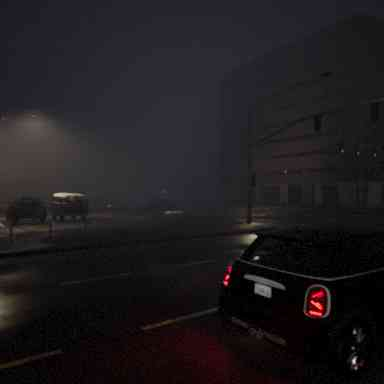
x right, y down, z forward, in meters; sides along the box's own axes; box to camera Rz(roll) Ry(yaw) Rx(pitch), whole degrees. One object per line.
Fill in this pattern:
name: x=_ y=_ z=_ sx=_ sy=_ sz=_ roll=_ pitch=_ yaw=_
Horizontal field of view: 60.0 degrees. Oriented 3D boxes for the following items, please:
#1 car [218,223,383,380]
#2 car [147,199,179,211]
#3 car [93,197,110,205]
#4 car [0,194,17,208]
car: x=2.693 y=1.344 z=5.725 sx=4.553 sy=1.767 sz=2.097 roll=0 pitch=0 yaw=-35
car: x=-3.709 y=1.571 z=41.300 sx=2.033 sy=1.411 sz=5.357 roll=0 pitch=0 yaw=-35
car: x=-16.124 y=1.550 z=58.932 sx=1.812 sy=1.442 sz=4.674 roll=0 pitch=0 yaw=-35
car: x=-31.638 y=1.198 z=56.522 sx=1.932 sy=1.855 sz=4.605 roll=0 pitch=0 yaw=-35
